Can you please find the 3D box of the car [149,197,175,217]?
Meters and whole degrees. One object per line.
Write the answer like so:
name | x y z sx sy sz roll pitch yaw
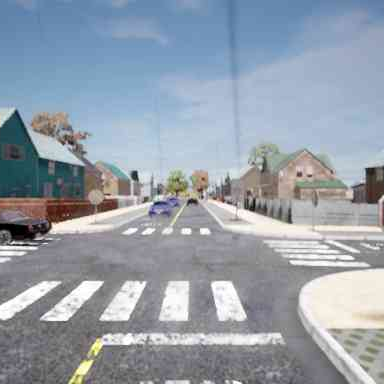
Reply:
car | -2.832 1.488 30.512 1.812 1.442 4.674 0 0 0

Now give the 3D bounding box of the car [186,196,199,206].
car | 0.079 1.553 56.388 1.837 1.490 4.892 0 0 0

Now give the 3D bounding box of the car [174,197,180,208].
car | -2.806 1.539 49.673 1.812 1.442 4.674 0 0 0

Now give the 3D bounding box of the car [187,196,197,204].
car | 0.035 1.585 66.635 1.882 1.535 5.008 0 0 0

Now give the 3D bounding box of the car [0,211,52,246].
car | -8.634 1.455 14.173 4.718 1.301 1.895 1 1 8
